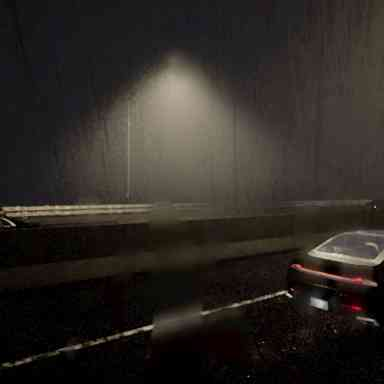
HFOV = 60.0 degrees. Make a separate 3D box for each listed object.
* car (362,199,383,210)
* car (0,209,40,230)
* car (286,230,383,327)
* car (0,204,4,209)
[{"bbox_3d":[23.048,1.654,41.240,4.674,1.442,1.812,0,0,-34],"label":"car"},{"bbox_3d":[-7.772,1.503,11.336,4.892,1.490,1.837,0,0,-35],"label":"car"},{"bbox_3d":[3.939,1.506,6.526,4.902,1.511,2.128,0,0,-35],"label":"car"},{"bbox_3d":[-9.975,1.475,14.064,5.008,1.535,1.882,0,0,-35],"label":"car"}]
